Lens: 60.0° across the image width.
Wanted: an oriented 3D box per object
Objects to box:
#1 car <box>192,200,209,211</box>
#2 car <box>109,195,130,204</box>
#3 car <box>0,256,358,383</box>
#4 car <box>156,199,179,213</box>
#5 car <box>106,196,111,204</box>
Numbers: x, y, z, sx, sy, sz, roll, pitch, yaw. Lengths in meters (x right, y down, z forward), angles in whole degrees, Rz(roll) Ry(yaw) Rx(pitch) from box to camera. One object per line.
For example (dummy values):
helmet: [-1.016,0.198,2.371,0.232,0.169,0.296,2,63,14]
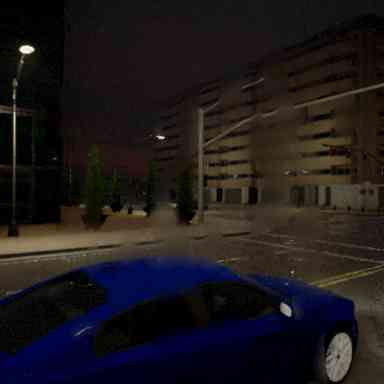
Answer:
car: [0.236,1.648,40.952,1.994,1.385,4.181,0,0,-35]
car: [-13.678,1.578,60.808,2.128,1.511,4.902,0,0,-35]
car: [-0.129,1.489,3.710,5.008,1.535,1.882,0,0,-35]
car: [-2.553,1.590,38.833,1.812,1.442,4.674,0,0,-35]
car: [-16.654,1.666,58.958,1.895,1.301,4.718,0,0,-35]
